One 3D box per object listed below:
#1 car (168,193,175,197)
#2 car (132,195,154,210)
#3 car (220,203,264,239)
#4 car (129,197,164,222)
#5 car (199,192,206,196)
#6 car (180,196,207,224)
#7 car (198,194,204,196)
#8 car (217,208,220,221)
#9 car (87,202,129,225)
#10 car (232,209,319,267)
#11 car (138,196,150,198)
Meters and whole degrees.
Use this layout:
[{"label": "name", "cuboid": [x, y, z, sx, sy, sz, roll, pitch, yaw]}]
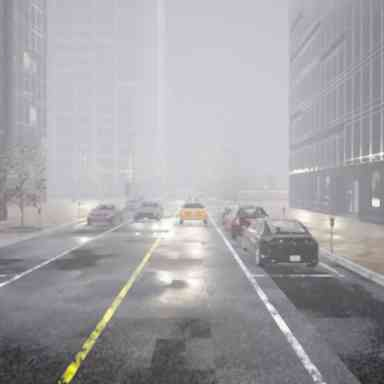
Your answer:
[{"label": "car", "cuboid": [-5.836, 0.834, 93.833, 1.947, 1.339, 4.313, 0, 0, 0]}, {"label": "car", "cuboid": [-5.690, 1.168, 39.311, 1.967, 1.590, 4.097, 0, 0, 0]}, {"label": "car", "cuboid": [2.690, 1.333, 16.537, 1.967, 1.590, 4.097, 0, 0, 0]}, {"label": "car", "cuboid": [-3.098, 1.384, 24.900, 2.033, 1.411, 5.357, 0, 0, 0]}, {"label": "car", "cuboid": [2.751, 0.880, 88.335, 1.947, 1.339, 4.313, 0, 0, 0]}, {"label": "car", "cuboid": [0.100, 1.305, 23.431, 1.801, 1.575, 5.366, 0, 1, 0]}, {"label": "car", "cuboid": [0.098, 1.271, 39.788, 2.033, 1.411, 5.357, 0, 0, 0]}, {"label": "car", "cuboid": [2.690, 1.406, 22.230, 2.008, 1.369, 4.403, 0, 0, 0]}, {"label": "car", "cuboid": [-5.691, 1.437, 22.232, 1.802, 1.307, 4.206, 0, 0, 0]}, {"label": "car", "cuboid": [2.690, 1.480, 10.845, 2.008, 1.369, 4.403, 0, 0, 0]}, {"label": "car", "cuboid": [-5.690, 1.355, 33.620, 1.802, 1.307, 4.206, 0, 0, 0]}]
